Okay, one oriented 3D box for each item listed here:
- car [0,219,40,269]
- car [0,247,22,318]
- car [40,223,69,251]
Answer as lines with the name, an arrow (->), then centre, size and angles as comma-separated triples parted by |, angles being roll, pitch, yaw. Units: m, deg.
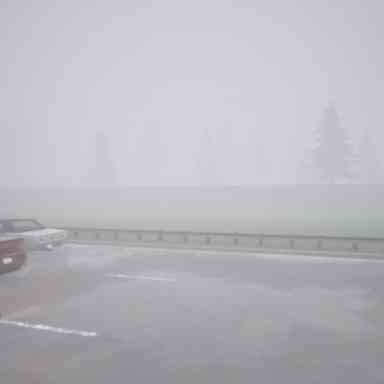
car -> -6.908, 1.557, 9.037 | 5.008, 1.535, 1.882 | 0, 0, 19
car -> -5.452, 1.601, 4.859 | 5.357, 1.411, 2.033 | 0, 0, 18
car -> -7.279, 1.699, 12.851 | 4.718, 1.301, 1.895 | 0, 0, 18
